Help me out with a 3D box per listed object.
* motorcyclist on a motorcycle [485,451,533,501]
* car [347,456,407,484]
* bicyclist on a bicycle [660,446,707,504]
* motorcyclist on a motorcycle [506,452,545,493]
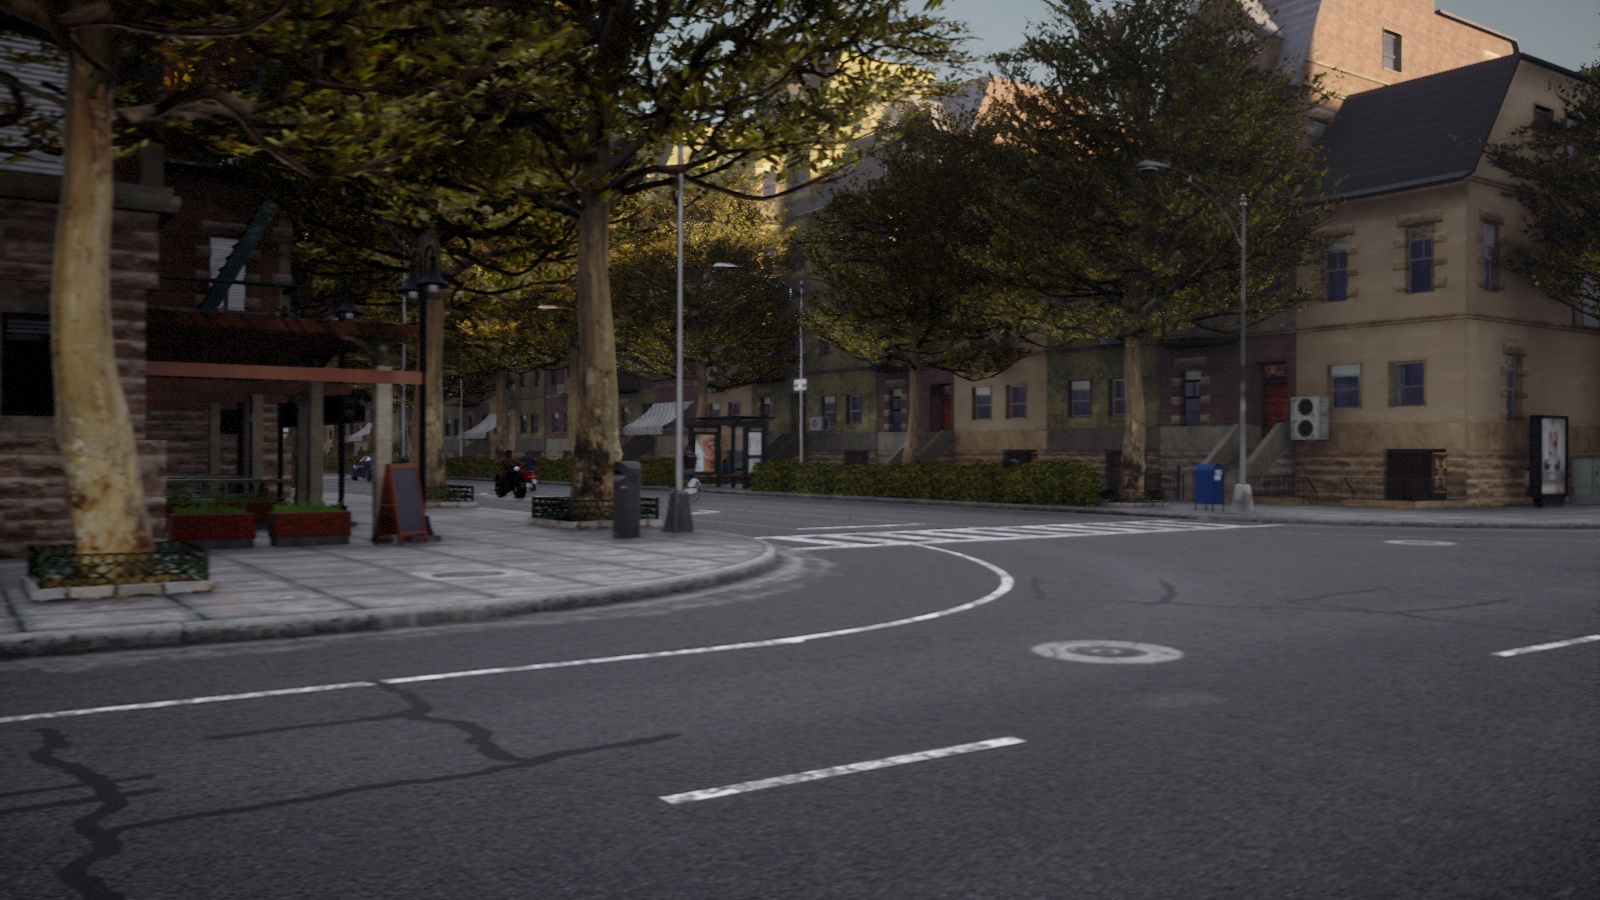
[{"bbox_3d":[-9.766,0.847,42.128,0.766,1.649,2.350,0,0,-35],"label":"motorcyclist on a motorcycle"},{"bbox_3d":[-22.491,1.015,66.638,1.812,1.442,4.674,0,0,-34],"label":"car"},{"bbox_3d":[-3.676,0.753,39.367,0.659,1.776,1.843,0,0,-34],"label":"bicyclist on a bicycle"},{"bbox_3d":[-10.901,0.877,49.797,0.866,1.590,1.817,0,0,-35],"label":"motorcyclist on a motorcycle"}]
